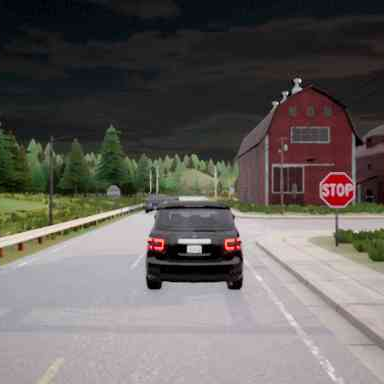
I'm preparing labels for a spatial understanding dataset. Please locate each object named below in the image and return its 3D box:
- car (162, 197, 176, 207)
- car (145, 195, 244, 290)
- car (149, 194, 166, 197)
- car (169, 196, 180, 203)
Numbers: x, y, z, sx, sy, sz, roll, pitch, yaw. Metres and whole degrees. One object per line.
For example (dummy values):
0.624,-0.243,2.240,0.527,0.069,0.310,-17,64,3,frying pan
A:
-3.634,1.486,52.201,1.837,1.490,4.892,0,0,0,car
0.074,1.218,9.231,2.150,2.045,5.566,0,0,1,car
-3.617,1.206,35.173,2.150,2.045,5.566,0,0,0,car
-3.574,1.571,67.733,1.895,1.301,4.718,0,0,0,car
